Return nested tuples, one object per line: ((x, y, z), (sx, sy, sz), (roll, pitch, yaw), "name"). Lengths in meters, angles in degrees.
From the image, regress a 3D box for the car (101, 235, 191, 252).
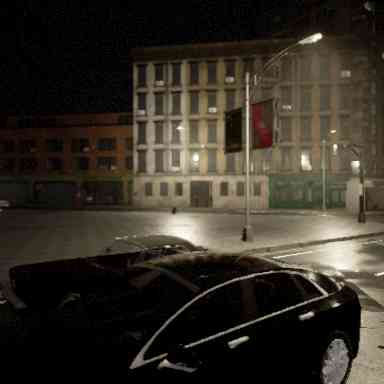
((-1.170, 1.616, 6.832), (4.718, 1.301, 1.895), (0, 0, -35), "car")

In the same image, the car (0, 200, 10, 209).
((-20.339, 0.999, 32.670), (4.674, 1.442, 1.812), (1, 0, 8), "car")

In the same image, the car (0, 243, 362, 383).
((-0.053, 1.515, 3.637), (4.892, 1.490, 1.837), (0, 0, -35), "car")
